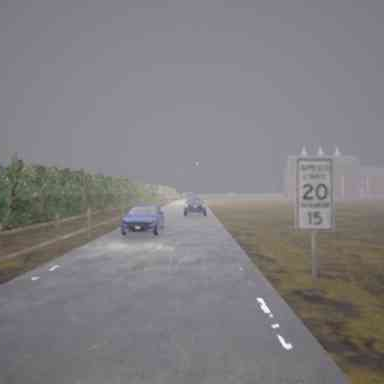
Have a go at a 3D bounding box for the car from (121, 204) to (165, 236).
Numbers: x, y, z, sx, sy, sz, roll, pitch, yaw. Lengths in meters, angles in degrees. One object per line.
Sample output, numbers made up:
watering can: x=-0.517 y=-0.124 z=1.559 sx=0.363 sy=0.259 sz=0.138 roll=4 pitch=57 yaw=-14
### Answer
car: x=-2.608 y=1.454 z=18.570 sx=1.882 sy=1.535 sz=5.008 roll=0 pitch=0 yaw=1

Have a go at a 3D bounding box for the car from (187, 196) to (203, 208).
car: x=0.439 y=1.394 z=46.483 sx=2.128 sy=1.511 sz=4.902 roll=0 pitch=0 yaw=1

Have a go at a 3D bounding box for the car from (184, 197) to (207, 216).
car: x=0.323 y=1.291 z=32.177 sx=2.097 sy=1.767 sz=4.553 roll=0 pitch=0 yaw=1
